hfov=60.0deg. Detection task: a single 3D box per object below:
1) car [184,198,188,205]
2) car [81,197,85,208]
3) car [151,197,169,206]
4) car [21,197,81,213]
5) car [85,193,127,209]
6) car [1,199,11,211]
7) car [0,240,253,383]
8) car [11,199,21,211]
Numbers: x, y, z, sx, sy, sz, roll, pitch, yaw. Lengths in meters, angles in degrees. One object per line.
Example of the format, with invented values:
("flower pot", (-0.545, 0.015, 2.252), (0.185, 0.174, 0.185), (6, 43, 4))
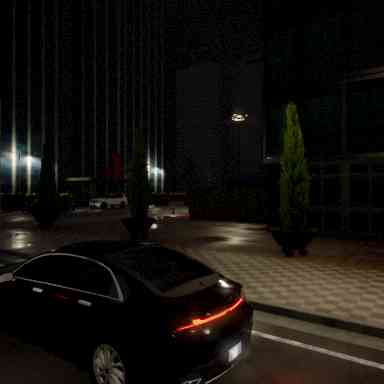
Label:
("car", (0.552, 1.525, 56.140), (1.812, 1.442, 4.674), (0, 0, 35))
("car", (-15.381, 1.505, 45.966), (1.837, 1.490, 4.892), (0, 0, 35))
("car", (-5.562, 1.564, 53.835), (1.994, 1.385, 4.181), (0, 0, 35))
("car", (-14.574, 1.477, 34.583), (1.882, 1.535, 5.008), (0, 0, 35))
("car", (-11.363, 1.221, 45.597), (2.150, 2.045, 5.566), (0, 0, 35))
("car", (-21.028, 1.547, 37.921), (2.033, 1.411, 5.357), (0, 0, 35))
("car", (-1.496, 1.505, 5.070), (4.892, 1.490, 1.837), (0, 0, 36))
("car", (-17.080, 1.491, 37.459), (2.128, 1.511, 4.902), (0, 0, 35))
